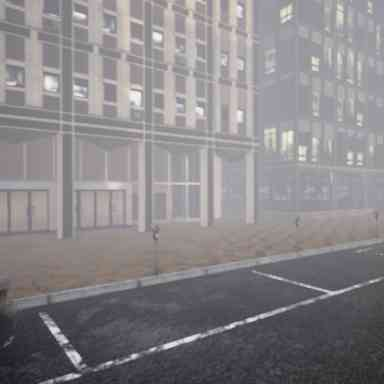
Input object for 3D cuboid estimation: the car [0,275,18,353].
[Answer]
[{"bbox_3d":[-4.311,1.553,3.486,4.403,1.369,2.008,0,0,-36],"label":"car"}]
